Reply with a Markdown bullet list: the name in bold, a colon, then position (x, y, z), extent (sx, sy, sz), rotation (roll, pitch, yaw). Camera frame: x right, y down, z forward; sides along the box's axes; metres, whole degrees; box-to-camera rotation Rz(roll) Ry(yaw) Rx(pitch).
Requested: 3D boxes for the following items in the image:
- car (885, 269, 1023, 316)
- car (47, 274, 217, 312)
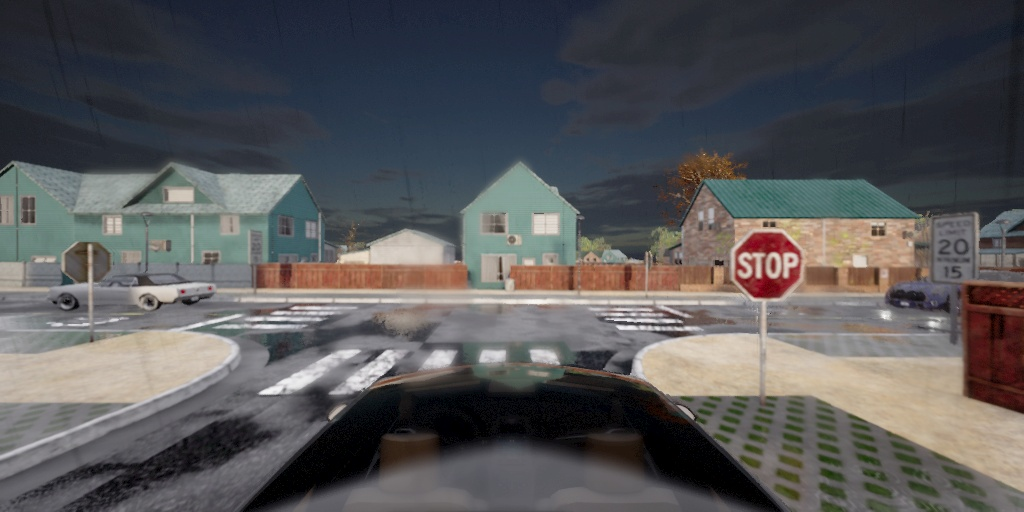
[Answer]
- **car**: position (17.766, 1.335, 14.178), extent (4.553, 1.767, 2.097), rotation (0, 0, -1)
- **car**: position (-14.279, 1.323, 13.617), extent (4.718, 1.301, 1.895), rotation (0, 0, -1)
